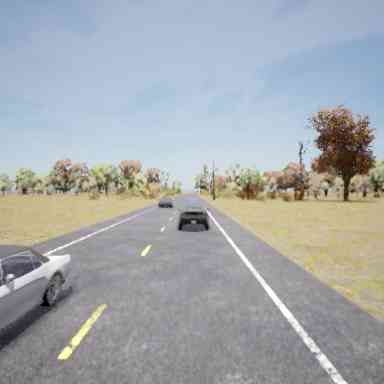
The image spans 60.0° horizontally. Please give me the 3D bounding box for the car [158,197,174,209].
[{"bbox_3d":[-3.572,1.431,45.886,1.882,1.535,5.008,0,0,0],"label":"car"}]

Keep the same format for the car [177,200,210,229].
[{"bbox_3d":[0.106,1.483,21.637,1.837,1.490,4.892,0,0,0],"label":"car"}]

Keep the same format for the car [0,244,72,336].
[{"bbox_3d":[-3.599,1.595,5.185,1.895,1.301,4.718,0,0,0],"label":"car"}]
